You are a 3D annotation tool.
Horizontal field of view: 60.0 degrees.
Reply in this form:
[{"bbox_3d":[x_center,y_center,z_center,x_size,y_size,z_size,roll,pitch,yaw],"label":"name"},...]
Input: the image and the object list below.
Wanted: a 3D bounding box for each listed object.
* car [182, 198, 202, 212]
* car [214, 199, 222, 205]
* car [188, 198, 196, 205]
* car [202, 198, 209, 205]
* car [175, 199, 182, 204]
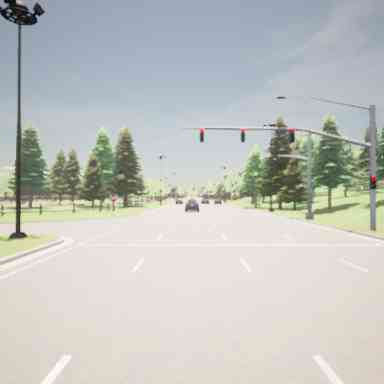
[{"bbox_3d":[0.019,1.972,48.920,2.097,1.767,4.553,0,-1,0],"label":"car"},{"bbox_3d":[7.036,2.668,90.388,2.128,1.511,4.902,0,-1,0],"label":"car"},{"bbox_3d":[0.036,2.498,90.363,2.097,1.767,4.553,0,-1,0],"label":"car"},{"bbox_3d":[3.536,2.498,90.361,2.097,1.767,4.553,0,-1,0],"label":"car"},{"bbox_3d":[-3.464,2.695,90.359,1.994,1.385,4.181,0,-1,0],"label":"car"}]
